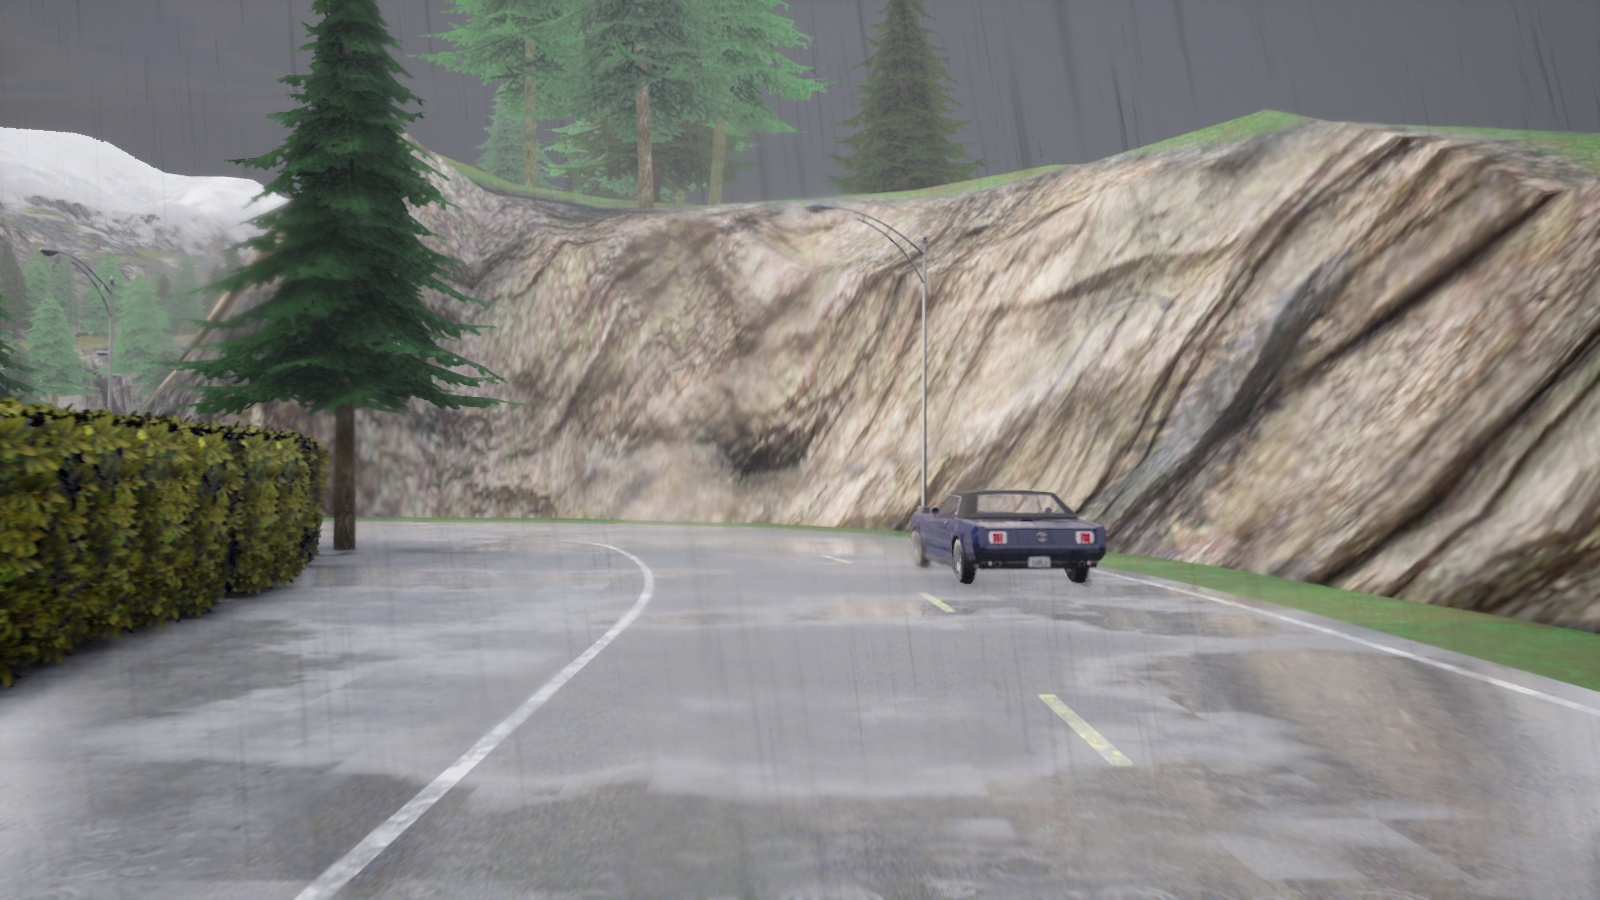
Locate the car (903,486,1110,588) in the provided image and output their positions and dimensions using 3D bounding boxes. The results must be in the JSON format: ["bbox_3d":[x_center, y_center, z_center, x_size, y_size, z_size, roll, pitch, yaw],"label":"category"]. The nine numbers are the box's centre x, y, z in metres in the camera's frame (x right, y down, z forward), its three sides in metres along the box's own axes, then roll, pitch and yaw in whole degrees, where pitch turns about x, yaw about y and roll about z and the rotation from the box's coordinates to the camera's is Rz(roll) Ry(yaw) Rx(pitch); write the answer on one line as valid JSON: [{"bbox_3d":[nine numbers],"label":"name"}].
[{"bbox_3d":[2.965,1.224,19.150,1.895,1.301,4.718,0,-1,-7],"label":"car"}]
